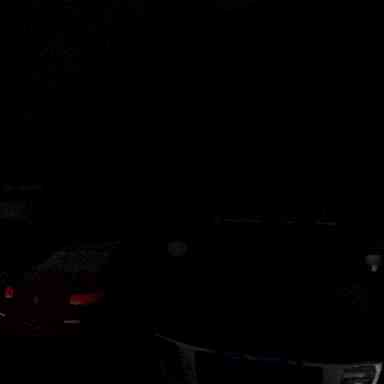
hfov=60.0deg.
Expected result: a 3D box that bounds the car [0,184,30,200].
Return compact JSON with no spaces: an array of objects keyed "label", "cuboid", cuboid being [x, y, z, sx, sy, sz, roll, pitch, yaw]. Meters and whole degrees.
[{"label":"car","cuboid":[-22.023,0.188,38.894,4.674,1.452,2.002,1,6,7]}]

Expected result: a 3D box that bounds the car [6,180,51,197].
[{"label":"car","cuboid":[-20.619,-0.390,41.536,5.566,2.045,2.435,1,6,7]}]

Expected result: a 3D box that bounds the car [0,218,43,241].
[{"label":"car","cuboid":[-6.377,1.513,9.815,2.002,1.452,4.674,1,-1,14]}]

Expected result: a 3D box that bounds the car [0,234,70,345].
[{"label":"car","cuboid":[-1.406,1.517,6.388,2.002,1.452,4.674,0,-1,15]}]

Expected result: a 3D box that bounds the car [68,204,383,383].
[{"label":"car","cuboid":[1.072,1.228,4.629,2.435,2.045,5.566,1,-1,15]}]
